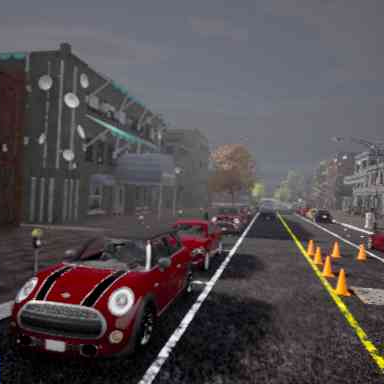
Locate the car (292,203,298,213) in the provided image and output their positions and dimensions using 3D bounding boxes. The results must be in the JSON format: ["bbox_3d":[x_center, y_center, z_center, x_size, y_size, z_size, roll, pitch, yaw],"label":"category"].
[{"bbox_3d":[19.183,3.154,58.353,1.802,1.307,4.206,2,-1,13],"label":"car"}]

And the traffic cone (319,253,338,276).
[{"bbox_3d":[4.198,2.276,10.280,0.340,0.580,0.340,3,-1,13],"label":"traffic cone"}]

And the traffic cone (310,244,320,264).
[{"bbox_3d":[4.640,2.318,12.230,0.340,0.580,0.340,3,-1,13],"label":"traffic cone"}]

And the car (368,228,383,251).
[{"bbox_3d":[9.363,2.215,15.077,1.802,1.307,4.206,2,-1,13],"label":"car"}]

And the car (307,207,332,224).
[{"bbox_3d":[14.274,2.669,36.715,1.947,1.339,4.313,2,-1,13],"label":"car"}]

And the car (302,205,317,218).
[{"bbox_3d":[15.542,2.749,42.290,1.752,1.417,4.829,2,-1,13],"label":"car"}]

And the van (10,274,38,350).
[{"bbox_3d":[-2.471,1.222,0.709,1.690,1.788,3.998,2,-1,13],"label":"van"}]

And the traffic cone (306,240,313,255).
[{"bbox_3d":[5.083,2.361,14.180,0.340,0.580,0.340,3,-1,13],"label":"traffic cone"}]

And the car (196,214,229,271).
[{"bbox_3d":[-0.025,1.661,11.526,1.887,1.381,4.507,2,-1,13],"label":"car"}]

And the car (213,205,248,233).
[{"bbox_3d":[2.435,1.791,22.346,1.967,1.590,4.097,2,-1,13],"label":"car"}]

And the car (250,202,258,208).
[{"bbox_3d":[7.340,2.371,43.983,2.008,1.369,4.403,2,-1,13],"label":"car"}]

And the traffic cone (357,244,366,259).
[{"bbox_3d":[7.031,2.456,13.737,0.340,0.580,0.340,3,-1,13],"label":"traffic cone"}]

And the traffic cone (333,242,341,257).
[{"bbox_3d":[6.057,2.408,13.958,0.340,0.580,0.340,3,-1,13],"label":"traffic cone"}]

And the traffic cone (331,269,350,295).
[{"bbox_3d":[3.756,2.233,8.330,0.340,0.580,0.340,3,-1,13],"label":"traffic cone"}]

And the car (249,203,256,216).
[{"bbox_3d":[6.111,2.285,38.573,1.802,1.307,4.206,2,-1,13],"label":"car"}]

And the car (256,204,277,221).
[{"bbox_3d":[8.434,2.407,36.938,1.895,1.301,4.718,3,-1,13],"label":"car"}]

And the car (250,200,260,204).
[{"bbox_3d":[12.260,2.605,65.624,2.192,1.841,5.009,2,-1,13],"label":"car"}]

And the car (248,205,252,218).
[{"bbox_3d":[3.658,2.013,27.755,1.887,1.381,4.507,2,-1,13],"label":"car"}]

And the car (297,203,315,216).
[{"bbox_3d":[16.740,2.653,47.538,2.192,1.841,5.009,2,-1,13],"label":"car"}]

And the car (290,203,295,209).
[{"bbox_3d":[20.451,3.218,63.929,1.752,1.417,4.829,2,-1,13],"label":"car"}]

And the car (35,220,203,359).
[{"bbox_3d":[-1.248,1.439,6.118,1.967,1.590,4.097,2,-1,13],"label":"car"}]
